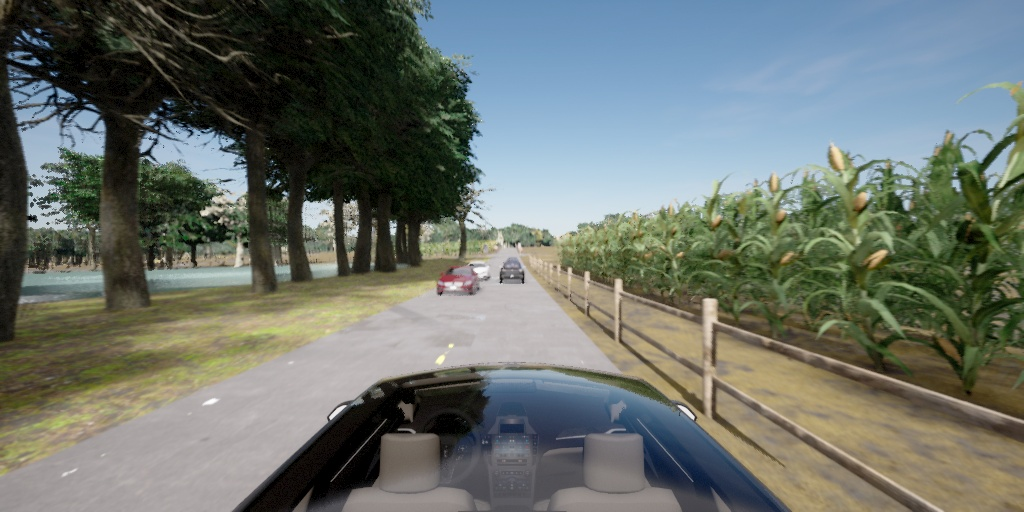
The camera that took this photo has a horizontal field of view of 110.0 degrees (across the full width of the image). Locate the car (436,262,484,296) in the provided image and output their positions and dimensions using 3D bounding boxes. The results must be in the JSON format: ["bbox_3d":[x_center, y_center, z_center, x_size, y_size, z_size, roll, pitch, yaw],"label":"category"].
[{"bbox_3d":[-2.765,1.250,19.311,1.812,1.442,4.674,0,0,0],"label":"car"}]

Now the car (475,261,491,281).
[{"bbox_3d":[-2.748,1.168,28.920,1.812,1.442,4.674,0,1,0],"label":"car"}]

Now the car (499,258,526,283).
[{"bbox_3d":[0.030,1.155,27.147,2.128,1.511,4.902,0,1,1],"label":"car"}]
